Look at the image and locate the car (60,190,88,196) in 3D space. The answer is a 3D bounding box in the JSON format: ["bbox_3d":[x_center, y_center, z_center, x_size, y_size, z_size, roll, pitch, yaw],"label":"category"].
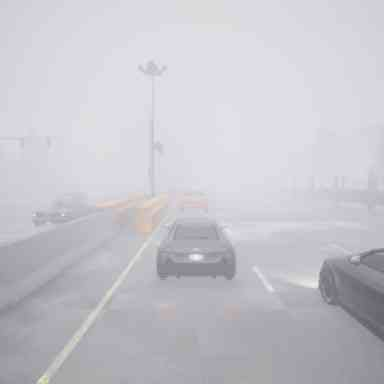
[{"bbox_3d":[-10.423,0.654,28.841,1.837,1.490,4.892,0,2,0],"label":"car"}]

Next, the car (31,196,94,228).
[{"bbox_3d":[-7.056,1.123,18.576,1.895,1.301,4.718,0,2,1],"label":"car"}]

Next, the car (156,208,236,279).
[{"bbox_3d":[0.101,1.405,9.659,1.994,1.385,4.181,0,2,0],"label":"car"}]

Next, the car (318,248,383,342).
[{"bbox_3d":[3.599,1.524,5.203,1.994,1.385,4.181,0,1,0],"label":"car"}]

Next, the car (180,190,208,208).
[{"bbox_3d":[0.166,0.587,26.557,2.097,1.767,4.553,0,2,0],"label":"car"}]
